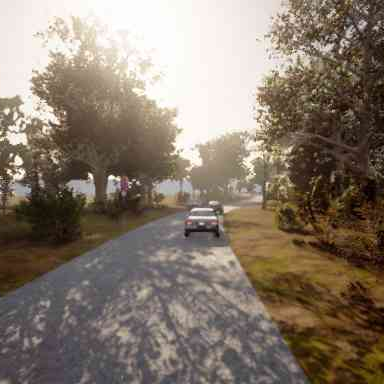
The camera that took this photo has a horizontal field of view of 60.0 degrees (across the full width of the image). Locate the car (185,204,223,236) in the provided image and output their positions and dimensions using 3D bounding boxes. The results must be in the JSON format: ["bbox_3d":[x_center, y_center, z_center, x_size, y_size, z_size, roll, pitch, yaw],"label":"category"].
[{"bbox_3d":[0.609,1.599,18.605,2.033,1.411,5.357,0,0,3],"label":"car"}]

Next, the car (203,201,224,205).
[{"bbox_3d":[2.798,1.833,40.208,1.812,1.442,4.674,0,-1,8],"label":"car"}]

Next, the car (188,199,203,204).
[{"bbox_3d":[0.610,1.723,45.186,2.097,1.767,4.553,0,-1,9],"label":"car"}]
